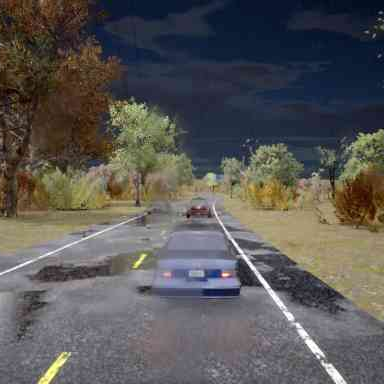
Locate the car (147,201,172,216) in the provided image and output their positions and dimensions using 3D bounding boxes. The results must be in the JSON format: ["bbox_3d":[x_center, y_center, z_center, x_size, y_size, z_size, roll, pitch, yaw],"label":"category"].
[{"bbox_3d":[-3.000,1.532,31.550,1.994,1.385,4.181,0,0,2],"label":"car"}]

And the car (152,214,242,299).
[{"bbox_3d":[0.139,1.542,8.622,2.033,1.411,5.357,0,0,1],"label":"car"}]

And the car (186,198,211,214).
[{"bbox_3d":[0.641,1.326,29.930,2.097,1.767,4.553,0,0,2],"label":"car"}]
